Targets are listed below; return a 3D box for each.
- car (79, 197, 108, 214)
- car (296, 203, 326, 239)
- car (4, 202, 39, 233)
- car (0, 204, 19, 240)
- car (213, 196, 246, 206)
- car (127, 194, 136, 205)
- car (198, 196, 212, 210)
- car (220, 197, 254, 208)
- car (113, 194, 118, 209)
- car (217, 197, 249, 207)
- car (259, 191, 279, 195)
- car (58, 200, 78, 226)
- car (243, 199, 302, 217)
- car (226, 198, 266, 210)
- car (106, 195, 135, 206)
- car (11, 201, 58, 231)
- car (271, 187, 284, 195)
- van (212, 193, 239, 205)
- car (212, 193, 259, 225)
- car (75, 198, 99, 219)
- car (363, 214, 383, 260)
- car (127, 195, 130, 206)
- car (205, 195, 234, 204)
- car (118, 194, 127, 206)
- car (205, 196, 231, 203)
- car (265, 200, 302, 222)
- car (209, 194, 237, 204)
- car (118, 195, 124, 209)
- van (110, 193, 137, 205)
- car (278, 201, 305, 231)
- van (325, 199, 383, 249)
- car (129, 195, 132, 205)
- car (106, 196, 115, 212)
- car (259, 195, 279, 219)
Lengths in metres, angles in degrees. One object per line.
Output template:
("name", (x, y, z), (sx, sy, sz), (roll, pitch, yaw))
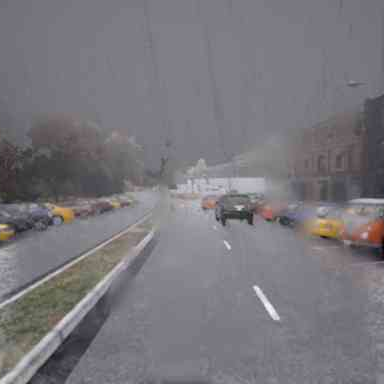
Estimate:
("car", (-10.747, 1.534, 31.223), (4.792, 1.488, 2.163), (-1, 0, -22))
("car", (7.914, 1.478, 15.800), (5.366, 1.575, 1.946), (1, 0, -20))
("car", (-10.466, 1.505, 16.386), (4.892, 1.521, 2.231), (-1, 0, -20))
("car", (-10.280, 1.499, 13.486), (5.366, 1.575, 1.946), (-1, 0, -20))
("car", (6.208, 1.458, 54.957), (4.892, 1.521, 2.231), (1, 0, -25))
("car", (-11.753, 1.502, 51.983), (5.366, 1.575, 1.946), (-1, 0, -24))
("car", (2.320, 1.341, 42.154), (2.097, 1.767, 4.553), (0, 0, -3))
("car", (6.635, 1.500, 48.929), (4.674, 1.452, 2.002), (1, 0, -24))
("car", (-11.046, 1.380, 37.116), (4.553, 1.767, 2.185), (-1, 0, -22))
("car", (6.420, 1.498, 51.946), (4.674, 1.452, 2.002), (1, 0, -24))
("car", (7.125, 1.213, 39.865), (5.566, 2.045, 2.435), (1, 0, -23))
("car", (-10.539, 1.504, 22.320), (5.008, 1.535, 2.097), (-1, 0, -21))
("car", (7.490, 1.470, 30.827), (5.008, 1.535, 2.097), (1, 0, -22))
("car", (6.989, 1.503, 42.902), (4.674, 1.452, 2.002), (1, 0, -23))
("car", (-12.373, 1.382, 57.818), (4.553, 1.767, 2.185), (-1, 0, -25))
("car", (-10.476, 1.378, 19.364), (4.553, 1.767, 2.185), (-1, 0, -21))
("car", (19.945, 0.168, 79.148), (2.002, 1.452, 4.674), (-7, 4, -30))
("van", (5.858, 1.229, 57.916), (4.442, 1.987, 1.878), (1, 0, -25))
("car", (2.964, 1.210, 24.130), (2.150, 2.045, 5.566), (0, -1, -2))
("car", (-10.712, 1.534, 28.228), (4.792, 1.488, 2.163), (-1, 0, -21))
("car", (7.787, 1.510, 9.717), (4.792, 1.488, 2.163), (1, 0, -20))
("car", (-11.499, 1.547, 45.994), (4.674, 1.452, 2.002), (-1, 0, -23))
("car", (5.251, 1.448, 63.904), (5.366, 1.575, 1.946), (1, 0, -26))
("car", (-11.295, 1.380, 43.049), (4.553, 1.767, 2.185), (-1, 0, -23))
("car", (5.307, 1.487, 66.964), (4.792, 1.488, 2.163), (1, 0, -26))
("car", (7.675, 1.476, 21.762), (4.892, 1.521, 2.231), (1, 0, -21))
("car", (5.728, 1.329, 60.989), (4.553, 1.767, 2.185), (1, 0, -25))
("car", (-11.329, 1.505, 40.007), (5.366, 1.575, 1.946), (-1, 0, -23))
("van", (-12.570, 1.281, 60.806), (4.442, 1.987, 1.878), (-1, 0, -25))
("car", (7.730, 1.477, 18.743), (5.008, 1.535, 2.097), (1, 0, -21))
("van", (7.649, 1.252, 12.673), (4.442, 1.987, 1.878), (1, 0, -20))
("car", (-11.700, 1.547, 48.949), (4.674, 1.452, 2.002), (-1, 0, -24))
("car", (-10.878, 1.504, 34.165), (5.008, 1.535, 2.097), (-1, 0, -22))
("car", (7.616, 1.348, 24.781), (4.553, 1.767, 2.185), (1, 0, -21))
